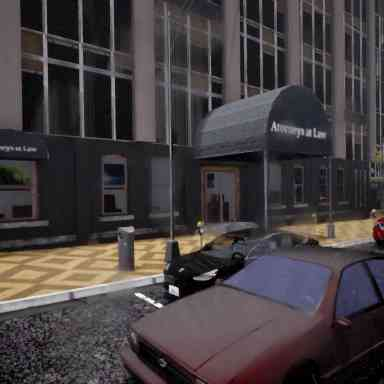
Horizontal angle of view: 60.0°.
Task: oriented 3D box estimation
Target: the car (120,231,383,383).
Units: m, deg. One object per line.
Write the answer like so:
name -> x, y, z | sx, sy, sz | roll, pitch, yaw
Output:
car -> 1.778, 1.546, 4.735 | 5.357, 1.411, 2.033 | 0, 0, -37

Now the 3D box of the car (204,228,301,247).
car -> 1.380, 1.564, 7.856 | 4.313, 1.339, 1.947 | 0, -1, -37

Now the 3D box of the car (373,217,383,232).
car -> 9.650, 1.310, 14.066 | 5.009, 1.841, 2.192 | 0, -1, -37
